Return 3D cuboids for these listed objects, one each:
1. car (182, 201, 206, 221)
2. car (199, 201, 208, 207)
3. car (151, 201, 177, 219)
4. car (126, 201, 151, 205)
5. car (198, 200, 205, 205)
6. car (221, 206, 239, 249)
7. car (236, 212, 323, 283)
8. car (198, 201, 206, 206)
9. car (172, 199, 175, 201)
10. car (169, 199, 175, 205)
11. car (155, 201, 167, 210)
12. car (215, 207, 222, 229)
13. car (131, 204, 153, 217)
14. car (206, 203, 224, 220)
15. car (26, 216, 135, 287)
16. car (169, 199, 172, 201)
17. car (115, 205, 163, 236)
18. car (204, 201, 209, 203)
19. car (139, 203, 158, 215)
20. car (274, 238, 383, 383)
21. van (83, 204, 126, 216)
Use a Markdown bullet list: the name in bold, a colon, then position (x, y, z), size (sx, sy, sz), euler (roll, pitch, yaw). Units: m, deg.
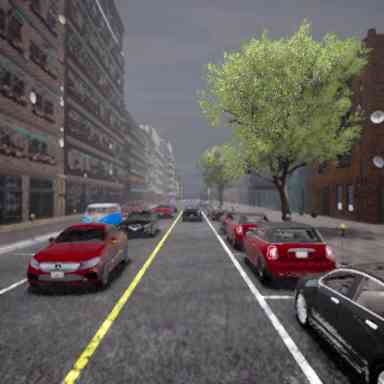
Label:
- **car**: position (0.017, 1.972, 32.596), size (2.128, 1.511, 4.902), euler (0, -1, 0)
- **car**: position (2.686, 2.749, 78.447), size (1.887, 1.381, 4.507), euler (0, -1, 0)
- **car**: position (-3.001, 2.020, 35.741), size (1.882, 1.535, 5.008), euler (0, -1, 0)
- **car**: position (-5.693, 1.798, 32.885), size (2.192, 1.841, 5.009), euler (0, -1, 0)
- **car**: position (2.685, 3.036, 95.536), size (1.887, 1.381, 4.507), euler (0, -1, 0)
- **car**: position (2.688, 1.670, 15.793), size (1.967, 1.590, 4.097), euler (0, -1, 0)
- **car**: position (2.689, 1.588, 10.097), size (1.967, 1.590, 4.097), euler (0, -1, 0)
- **car**: position (2.685, 2.977, 89.839), size (1.802, 1.307, 4.206), euler (0, -1, 0)
- **car**: position (-5.695, 2.770, 78.449), size (1.947, 1.339, 4.313), euler (0, -1, 0)
- **car**: position (-5.697, 2.832, 95.437), size (1.690, 1.788, 3.998), euler (0, -1, 0)
- **car**: position (-5.694, 2.451, 61.193), size (1.752, 1.417, 4.829), euler (0, -1, 0)
- **car**: position (2.688, 1.896, 21.488), size (1.802, 1.307, 4.206), euler (0, -1, 0)
- **car**: position (-5.693, 2.136, 38.578), size (1.947, 1.339, 4.313), euler (0, -1, 0)
- **car**: position (2.688, 2.035, 32.880), size (2.008, 1.369, 4.403), euler (0, -1, 0)
- **car**: position (-3.075, 1.671, 9.918), size (1.812, 1.442, 4.674), euler (0, -1, 0)
- **car**: position (-5.694, 2.563, 67.059), size (1.887, 1.381, 4.507), euler (0, -1, 0)
- **car**: position (-3.082, 1.800, 20.332), size (1.837, 1.490, 4.892), euler (0, -1, 0)
- **car**: position (2.687, 2.011, 38.578), size (1.967, 1.590, 4.097), euler (0, -1, 0)
- **car**: position (-5.693, 2.210, 44.273), size (2.008, 1.369, 4.403), euler (0, -1, 0)
- **car**: position (2.689, 1.617, 4.399), size (2.008, 1.369, 4.403), euler (0, -1, 0)
- **van**: position (-5.693, 1.654, 21.492), size (1.690, 1.788, 3.998), euler (0, -1, 0)
